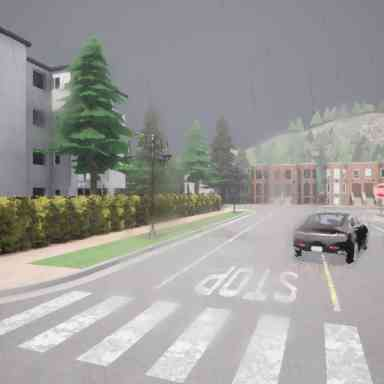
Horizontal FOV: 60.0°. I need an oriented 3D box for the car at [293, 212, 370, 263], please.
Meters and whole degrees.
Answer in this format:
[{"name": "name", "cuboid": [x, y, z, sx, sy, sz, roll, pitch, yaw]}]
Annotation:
[{"name": "car", "cuboid": [5.160, 1.492, 12.039, 2.128, 1.511, 4.902, 0, 0, 35]}]
